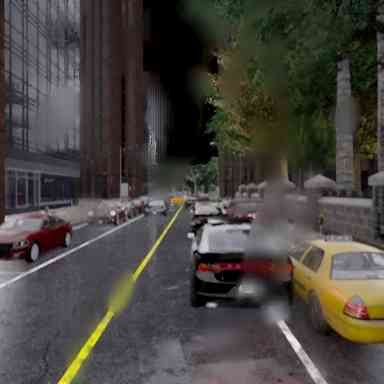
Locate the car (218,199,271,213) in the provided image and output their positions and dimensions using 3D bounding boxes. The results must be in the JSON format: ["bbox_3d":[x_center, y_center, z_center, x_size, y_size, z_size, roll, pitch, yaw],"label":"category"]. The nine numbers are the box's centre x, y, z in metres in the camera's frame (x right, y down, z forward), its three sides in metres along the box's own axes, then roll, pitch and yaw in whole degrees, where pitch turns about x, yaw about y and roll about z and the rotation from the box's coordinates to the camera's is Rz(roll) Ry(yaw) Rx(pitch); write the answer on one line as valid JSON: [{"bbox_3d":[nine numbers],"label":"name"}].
[{"bbox_3d":[2.796,1.245,17.295,2.192,1.841,5.009,0,0,0],"label":"car"}]

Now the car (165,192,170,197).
[{"bbox_3d":[-5.608,1.009,82.000,2.192,1.841,5.009,0,0,0],"label":"car"}]

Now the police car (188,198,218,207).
[{"bbox_3d":[0.917,1.352,18.043,1.930,1.638,5.238,0,0,0],"label":"police car"}]

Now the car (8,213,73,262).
[{"bbox_3d":[-5.740,1.495,11.852,1.887,1.381,4.507,0,0,0],"label":"car"}]

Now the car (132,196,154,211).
[{"bbox_3d":[-5.689,1.286,39.136,1.967,1.590,4.097,0,0,0],"label":"car"}]

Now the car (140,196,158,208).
[{"bbox_3d":[-5.679,1.352,44.423,1.752,1.417,4.829,0,0,0],"label":"car"}]

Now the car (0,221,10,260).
[{"bbox_3d":[-5.750,1.517,6.395,1.887,1.381,4.507,0,0,0],"label":"car"}]

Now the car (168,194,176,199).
[{"bbox_3d":[-5.588,1.240,92.876,1.802,1.307,4.206,0,0,0],"label":"car"}]

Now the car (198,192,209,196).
[{"bbox_3d":[2.907,1.153,76.547,1.967,1.590,4.097,0,0,0],"label":"car"}]

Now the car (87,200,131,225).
[{"bbox_3d":[-5.719,1.348,22.765,1.967,1.590,4.097,0,0,0],"label":"car"}]

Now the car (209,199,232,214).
[{"bbox_3d":[2.826,1.432,33.666,1.947,1.339,4.313,0,0,0],"label":"car"}]

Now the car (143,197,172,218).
[{"bbox_3d":[-3.040,1.409,29.367,1.812,1.442,4.674,0,0,0],"label":"car"}]

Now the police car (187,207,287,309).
[{"bbox_3d":[0.916,1.392,8.043,1.930,1.638,5.238,0,0,0],"label":"police car"}]

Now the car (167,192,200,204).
[{"bbox_3d":[-1.480,1.267,53.889,1.882,1.535,5.008,1,0,-38],"label":"car"}]

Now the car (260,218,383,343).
[{"bbox_3d":[2.775,1.497,6.553,1.752,1.417,4.829,0,0,0],"label":"car"}]

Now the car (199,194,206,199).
[{"bbox_3d":[2.938,1.209,92.860,2.008,1.369,4.403,0,0,0],"label":"car"}]

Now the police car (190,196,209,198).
[{"bbox_3d":[0.946,1.329,24.043,1.930,1.638,5.238,0,0,0],"label":"police car"}]

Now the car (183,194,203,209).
[{"bbox_3d":[0.081,1.337,42.787,1.837,1.490,4.892,0,0,0],"label":"car"}]

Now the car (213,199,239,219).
[{"bbox_3d":[2.816,1.412,28.379,1.752,1.417,4.829,0,0,0],"label":"car"}]

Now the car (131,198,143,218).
[{"bbox_3d":[-5.709,1.438,28.223,2.008,1.369,4.403,0,0,0],"label":"car"}]
